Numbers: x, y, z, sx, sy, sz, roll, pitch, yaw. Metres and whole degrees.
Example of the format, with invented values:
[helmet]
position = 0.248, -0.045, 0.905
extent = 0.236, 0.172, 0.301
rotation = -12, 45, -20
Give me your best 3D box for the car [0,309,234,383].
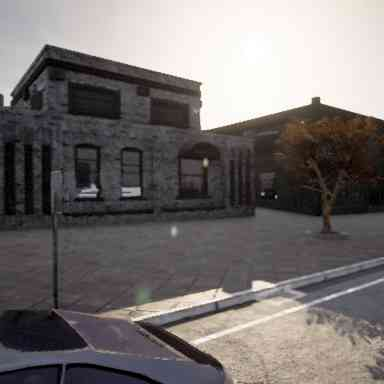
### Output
[car]
position = -1.628, 1.597, 1.990
extent = 4.181, 1.385, 1.994
rotation = 1, -1, -37
